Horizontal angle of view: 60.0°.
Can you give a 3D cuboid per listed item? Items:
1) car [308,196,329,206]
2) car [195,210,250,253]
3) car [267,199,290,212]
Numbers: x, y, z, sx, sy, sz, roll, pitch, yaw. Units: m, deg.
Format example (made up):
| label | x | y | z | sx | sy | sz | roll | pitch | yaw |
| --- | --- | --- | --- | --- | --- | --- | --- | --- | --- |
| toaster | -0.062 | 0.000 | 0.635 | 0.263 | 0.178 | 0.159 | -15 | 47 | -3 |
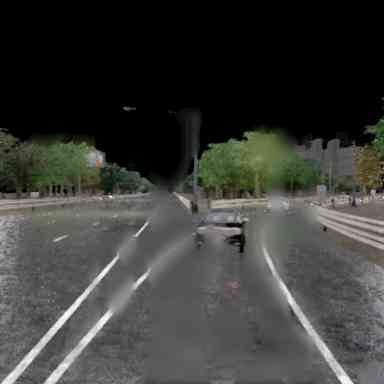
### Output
| label | x | y | z | sx | sy | sz | roll | pitch | yaw |
| --- | --- | --- | --- | --- | --- | --- | --- | --- | --- |
| car | 21.084 | 1.449 | 55.319 | 2.097 | 1.767 | 4.553 | 0 | 0 | 40 |
| car | 1.339 | 1.508 | 13.970 | 2.128 | 1.511 | 4.902 | 0 | 0 | 10 |
| car | 10.400 | 1.600 | 39.885 | 1.812 | 1.442 | 4.674 | 0 | 0 | 28 |
